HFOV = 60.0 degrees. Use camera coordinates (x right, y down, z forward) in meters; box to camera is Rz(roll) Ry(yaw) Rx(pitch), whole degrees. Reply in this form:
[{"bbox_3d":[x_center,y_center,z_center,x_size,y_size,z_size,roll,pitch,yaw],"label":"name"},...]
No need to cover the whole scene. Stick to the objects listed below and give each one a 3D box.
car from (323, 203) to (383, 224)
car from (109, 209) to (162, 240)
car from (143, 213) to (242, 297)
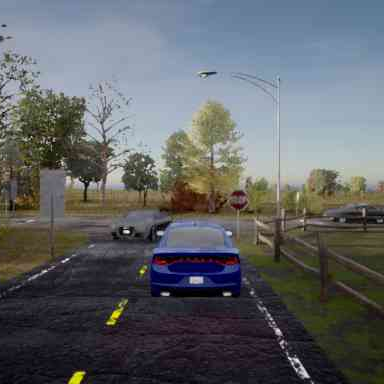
[{"bbox_3d":[12.828,1.673,26.134,4.892,1.490,1.837,0,1,-1],"label":"car"},{"bbox_3d":[-2.401,1.559,16.515,1.994,1.385,4.181,0,0,14],"label":"car"},{"bbox_3d":[0.074,1.475,8.612,1.882,1.535,5.008,0,0,0],"label":"car"}]
